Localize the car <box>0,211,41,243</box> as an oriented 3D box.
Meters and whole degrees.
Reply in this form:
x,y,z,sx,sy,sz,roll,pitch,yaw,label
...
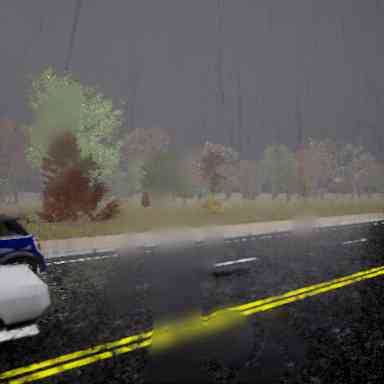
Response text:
x,y,z,sx,sy,sz,roll,pitch,yaw,label
-5.843,1.356,7.492,4.553,1.767,2.097,0,0,-35,car

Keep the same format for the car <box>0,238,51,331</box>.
x,y,z,sx,sy,sz,roll,pitch,yaw,label
-4.572,1.609,4.409,4.718,1.301,1.895,0,0,-35,car
